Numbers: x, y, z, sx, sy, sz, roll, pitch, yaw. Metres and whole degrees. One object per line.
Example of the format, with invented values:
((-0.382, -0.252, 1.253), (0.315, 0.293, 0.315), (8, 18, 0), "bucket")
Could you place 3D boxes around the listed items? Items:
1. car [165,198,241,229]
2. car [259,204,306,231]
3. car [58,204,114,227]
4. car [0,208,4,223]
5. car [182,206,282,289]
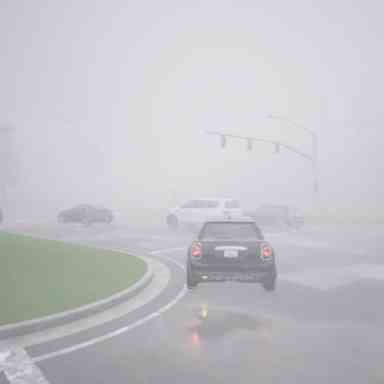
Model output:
((0.719, 1.410, 21.542), (5.566, 2.045, 2.150), (0, -1, 41), "car")
((5.247, 1.585, 22.631), (4.553, 1.767, 2.097), (0, -1, 45), "car")
((-7.684, 1.633, 23.919), (4.902, 1.511, 2.128), (0, -1, 37), "car")
((-16.514, 1.435, 25.288), (4.553, 1.767, 2.097), (0, 0, 29), "car")
((0.993, 1.440, 9.618), (2.097, 1.767, 4.553), (0, -1, 3), "car")
